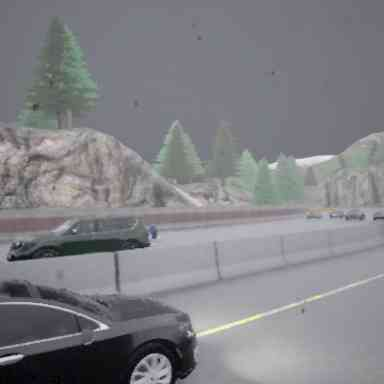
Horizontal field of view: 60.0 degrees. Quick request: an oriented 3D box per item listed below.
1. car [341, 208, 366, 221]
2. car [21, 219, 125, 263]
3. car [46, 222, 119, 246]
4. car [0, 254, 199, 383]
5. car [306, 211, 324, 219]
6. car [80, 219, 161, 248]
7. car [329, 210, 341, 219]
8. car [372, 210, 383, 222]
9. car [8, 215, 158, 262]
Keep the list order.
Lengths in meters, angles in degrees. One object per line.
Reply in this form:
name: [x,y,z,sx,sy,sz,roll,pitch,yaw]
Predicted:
car: [23.102,3.122,46.933,2.097,1.767,4.553,-3,-4,36]
car: [-5.984,2.332,16.943,4.553,1.767,2.097,1,-4,-38]
car: [-7.896,2.981,24.254,4.718,1.301,1.895,1,-4,-39]
car: [-2.174,1.750,3.646,4.892,1.490,1.837,1,-3,-35]
car: [20.313,3.834,55.103,1.895,1.301,4.718,-3,-3,34]
car: [-4.685,2.693,22.388,5.008,1.535,1.882,1,-4,-40]
car: [23.346,3.574,53.423,2.128,1.511,4.902,-3,-3,34]
car: [25.067,3.110,43.592,2.033,1.411,5.357,-3,-3,37]
car: [-4.391,2.008,13.739,5.566,2.045,2.150,1,-3,-37]
